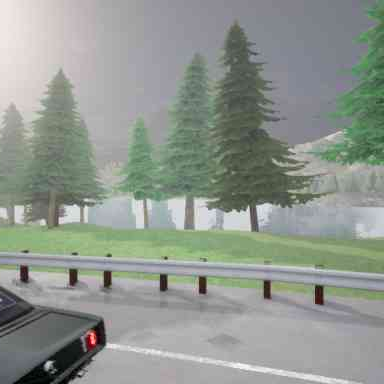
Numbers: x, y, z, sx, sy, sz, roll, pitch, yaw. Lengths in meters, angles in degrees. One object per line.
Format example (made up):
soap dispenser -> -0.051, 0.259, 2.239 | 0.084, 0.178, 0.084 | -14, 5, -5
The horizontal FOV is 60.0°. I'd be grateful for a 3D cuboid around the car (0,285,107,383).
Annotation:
car -> -3.445, 1.601, 3.534 | 4.718, 1.301, 1.895 | 0, 0, 16
